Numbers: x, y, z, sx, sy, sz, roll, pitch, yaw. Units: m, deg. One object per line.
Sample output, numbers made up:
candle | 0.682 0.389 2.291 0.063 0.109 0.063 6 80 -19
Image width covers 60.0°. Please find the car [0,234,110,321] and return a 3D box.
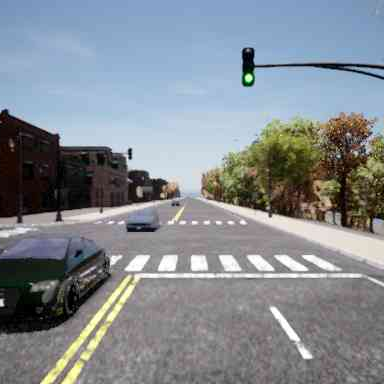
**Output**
car | -3.249 1.670 7.497 1.994 1.385 4.181 0 -1 0

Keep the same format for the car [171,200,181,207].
car | -3.371 2.420 70.130 1.837 1.490 4.892 0 -1 0

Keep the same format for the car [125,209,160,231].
car | -3.248 1.867 22.998 2.033 1.411 5.357 0 -1 0
